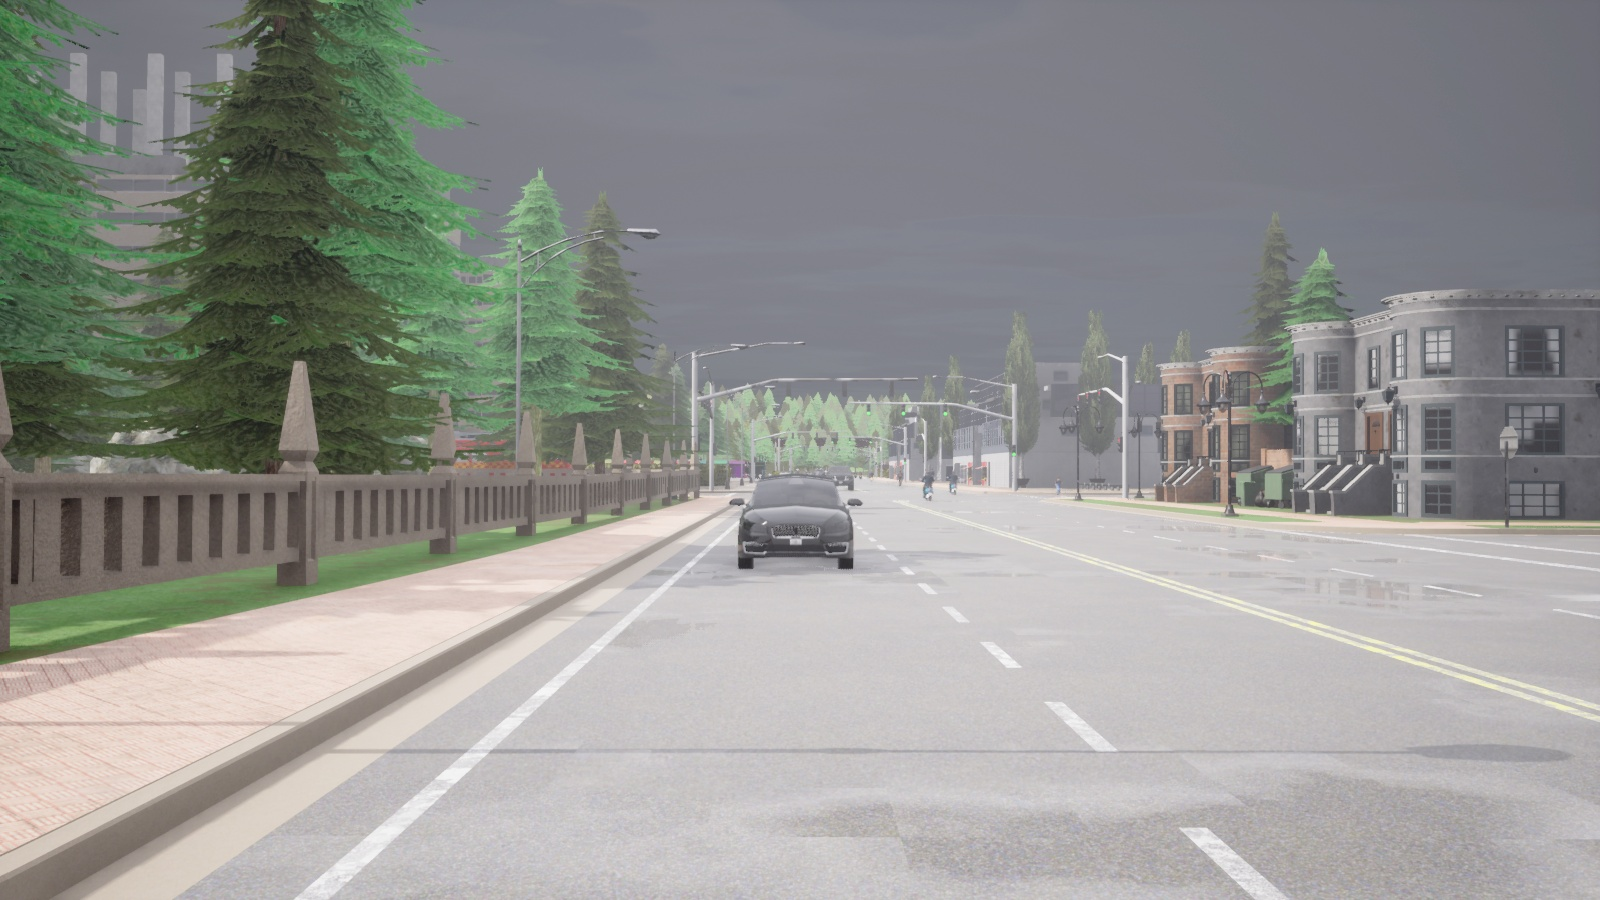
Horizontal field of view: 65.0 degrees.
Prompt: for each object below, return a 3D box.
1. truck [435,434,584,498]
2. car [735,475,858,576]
[{"bbox_3d":[-17.720,1.012,77.076,8.468,3.827,2.891,0,-1,0],"label":"truck"},{"bbox_3d":[-0.059,1.177,21.313,1.837,1.490,4.892,0,-1,0],"label":"car"}]
